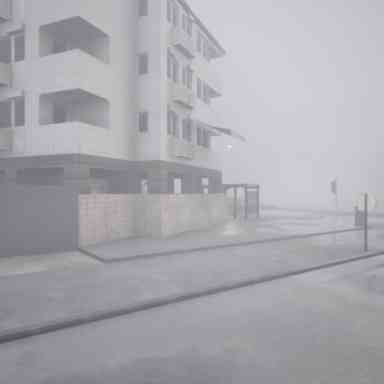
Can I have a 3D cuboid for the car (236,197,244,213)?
[{"bbox_3d":[5.114,1.345,37.167,2.097,1.767,4.553,0,0,-36],"label":"car"}]
